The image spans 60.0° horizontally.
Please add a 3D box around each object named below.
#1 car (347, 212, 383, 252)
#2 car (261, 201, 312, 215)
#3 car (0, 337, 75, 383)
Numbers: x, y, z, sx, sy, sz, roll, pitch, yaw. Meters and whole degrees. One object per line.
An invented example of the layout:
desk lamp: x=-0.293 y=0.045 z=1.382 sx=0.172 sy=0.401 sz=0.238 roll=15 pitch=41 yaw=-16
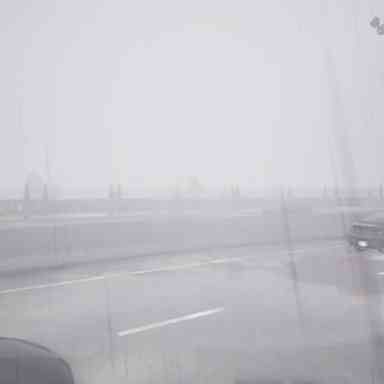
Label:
car: x=7.868 y=1.484 z=12.231 sx=4.892 sy=1.490 sz=1.837 roll=0 pitch=0 yaw=-27
car: x=7.897 y=1.494 z=27.862 sx=4.181 sy=1.385 sz=1.994 roll=0 pitch=0 yaw=-22
car: x=-2.934 y=1.512 z=1.514 sx=4.674 sy=1.442 sz=1.812 roll=0 pitch=0 yaw=-37
